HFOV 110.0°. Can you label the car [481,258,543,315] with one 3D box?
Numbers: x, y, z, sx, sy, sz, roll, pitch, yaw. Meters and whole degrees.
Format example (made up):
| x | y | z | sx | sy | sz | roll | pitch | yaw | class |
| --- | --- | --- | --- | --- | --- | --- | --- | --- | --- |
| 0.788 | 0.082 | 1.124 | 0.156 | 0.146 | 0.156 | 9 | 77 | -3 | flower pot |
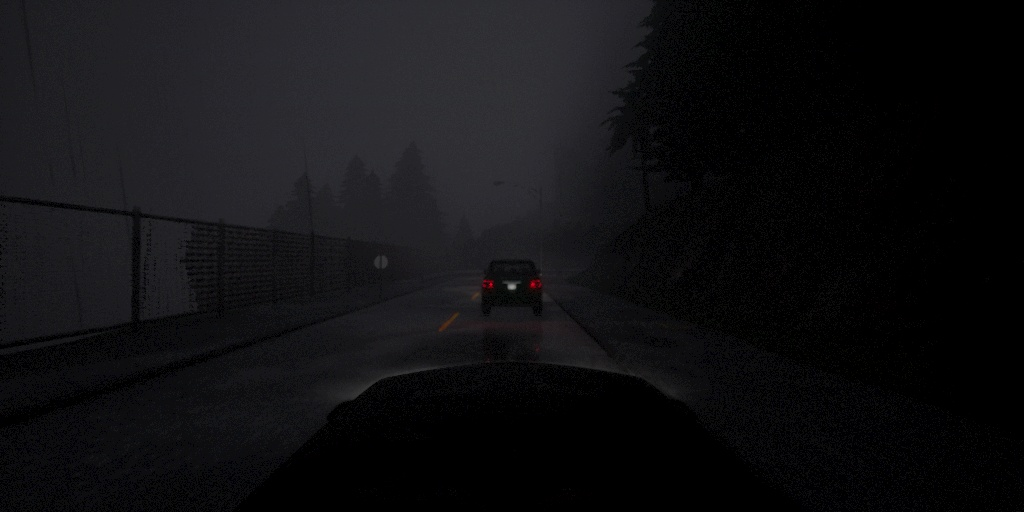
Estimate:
| x | y | z | sx | sy | sz | roll | pitch | yaw | class |
| --- | --- | --- | --- | --- | --- | --- | --- | --- | --- |
| 0.014 | 1.114 | 14.381 | 2.150 | 2.045 | 5.566 | 0 | 0 | 0 | car |
